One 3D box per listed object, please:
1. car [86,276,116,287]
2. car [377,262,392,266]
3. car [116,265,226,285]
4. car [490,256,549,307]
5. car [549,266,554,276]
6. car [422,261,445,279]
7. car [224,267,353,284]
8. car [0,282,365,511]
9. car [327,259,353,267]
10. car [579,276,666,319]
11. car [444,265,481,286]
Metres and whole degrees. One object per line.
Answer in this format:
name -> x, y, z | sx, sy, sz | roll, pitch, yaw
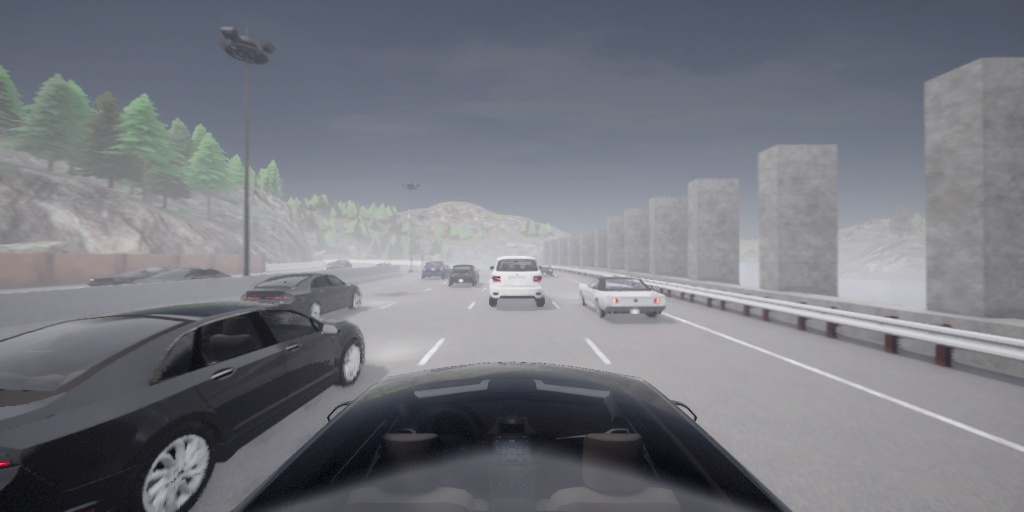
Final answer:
car -> -24.613, 1.515, 23.740 | 1.895, 1.301, 4.718 | 0, 0, -1
car -> -20.924, 1.633, 58.879 | 1.895, 1.301, 4.718 | 0, 0, -12
car -> -17.561, 1.381, 19.277 | 1.837, 1.490, 4.892 | 0, -1, -1
car -> 0.179, 1.026, 16.081 | 2.150, 2.045, 5.566 | 0, 0, 0
car -> 3.148, 1.480, 38.445 | 1.895, 1.301, 4.718 | 0, 0, -4
car -> -7.283, 1.250, 34.602 | 2.097, 1.767, 4.553 | 0, 0, -3
car -> -6.832, 1.318, 12.174 | 1.837, 1.490, 4.892 | 0, 0, 0
car -> -3.408, 1.276, 4.116 | 1.837, 1.490, 4.892 | 0, 0, 1
car -> -22.771, 1.350, 47.706 | 2.097, 1.767, 4.553 | 0, 0, -7
car -> 3.690, 1.381, 12.969 | 1.895, 1.301, 4.718 | 0, 0, 0
car -> -3.437, 1.360, 26.174 | 1.837, 1.490, 4.892 | 0, 0, -1
